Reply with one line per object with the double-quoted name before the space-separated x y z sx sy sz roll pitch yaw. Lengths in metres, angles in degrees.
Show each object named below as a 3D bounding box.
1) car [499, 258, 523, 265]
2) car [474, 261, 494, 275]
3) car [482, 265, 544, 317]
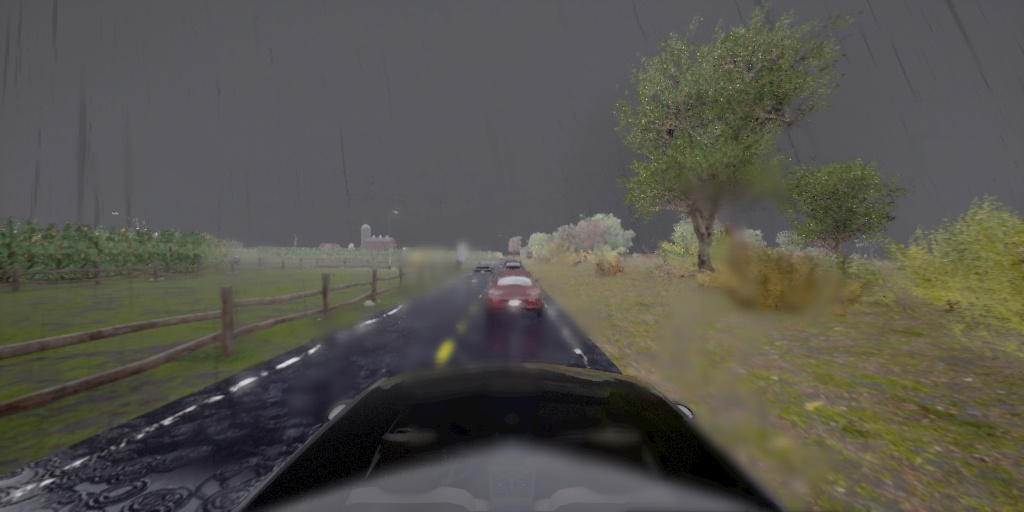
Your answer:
"car" 0.092 1.120 28.119 1.837 1.490 4.892 0 0 0
"car" -2.802 1.178 36.745 1.895 1.301 4.718 0 0 1
"car" 0.095 1.217 12.776 1.812 1.442 4.674 0 0 0
